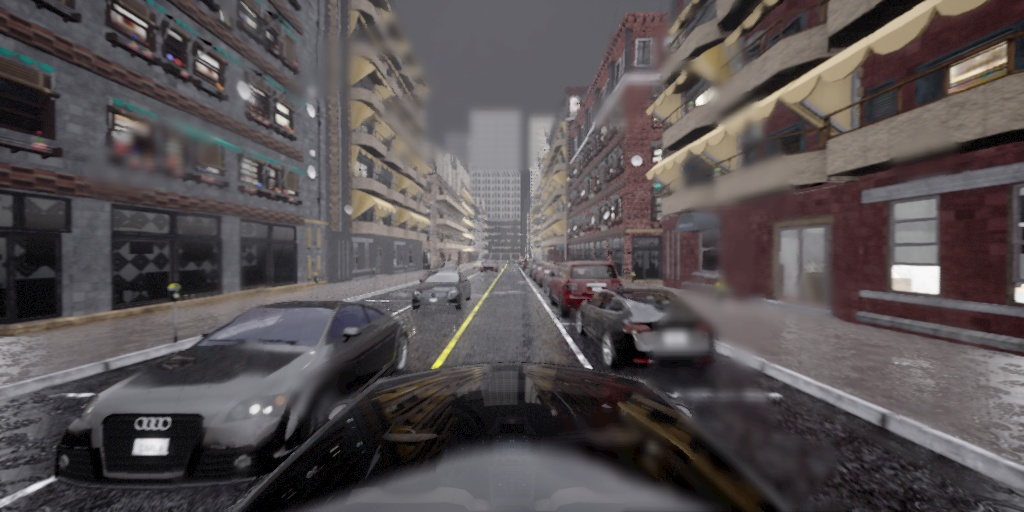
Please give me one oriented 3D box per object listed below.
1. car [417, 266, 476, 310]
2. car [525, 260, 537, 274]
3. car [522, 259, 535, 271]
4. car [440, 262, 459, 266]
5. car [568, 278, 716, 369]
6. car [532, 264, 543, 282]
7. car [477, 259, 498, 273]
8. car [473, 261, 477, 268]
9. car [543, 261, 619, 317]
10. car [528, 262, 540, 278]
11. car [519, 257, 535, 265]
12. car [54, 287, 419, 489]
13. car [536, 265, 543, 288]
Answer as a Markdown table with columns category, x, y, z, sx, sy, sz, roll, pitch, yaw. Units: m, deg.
| category | x | y | z | sx | sy | sz | roll | pitch | yaw |
| --- | --- | --- | --- | --- | --- | --- | --- | --- | --- |
| car | -2.801 | 1.312 | 15.136 | 1.812 | 1.442 | 4.674 | 0 | 0 | 0 |
| car | 2.562 | 1.403 | 35.412 | 1.948 | 1.339 | 4.313 | 0 | 0 | 0 |
| car | 2.562 | 1.401 | 40.961 | 2.007 | 1.370 | 4.403 | 0 | 0 | 0 |
| car | -5.318 | 1.264 | 29.841 | 1.967 | 1.591 | 4.097 | 0 | 0 | 0 |
| car | 2.565 | 1.332 | 7.667 | 1.948 | 1.339 | 4.313 | 0 | 0 | 0 |
| car | 2.563 | 1.391 | 24.314 | 1.802 | 1.307 | 4.207 | 0 | 0 | 0 |
| car | -2.829 | 1.214 | 45.514 | 2.097 | 1.767 | 4.553 | 0 | 0 | 0 |
| car | -5.321 | 1.418 | 57.417 | 1.751 | 1.417 | 4.829 | 0 | 0 | 0 |
| car | 2.564 | 1.095 | 13.216 | 2.192 | 1.841 | 5.009 | 0 | 0 | 0 |
| car | 2.563 | 1.405 | 29.864 | 1.802 | 1.307 | 4.207 | 0 | 0 | 0 |
| car | 2.561 | 1.193 | 52.059 | 2.192 | 1.841 | 5.009 | 0 | 0 | 0 |
| car | -2.837 | 1.322 | 4.814 | 1.994 | 1.385 | 4.181 | 0 | 0 | 0 |
| car | 2.564 | 1.345 | 18.765 | 2.007 | 1.370 | 4.403 | 0 | 0 | 0 |
